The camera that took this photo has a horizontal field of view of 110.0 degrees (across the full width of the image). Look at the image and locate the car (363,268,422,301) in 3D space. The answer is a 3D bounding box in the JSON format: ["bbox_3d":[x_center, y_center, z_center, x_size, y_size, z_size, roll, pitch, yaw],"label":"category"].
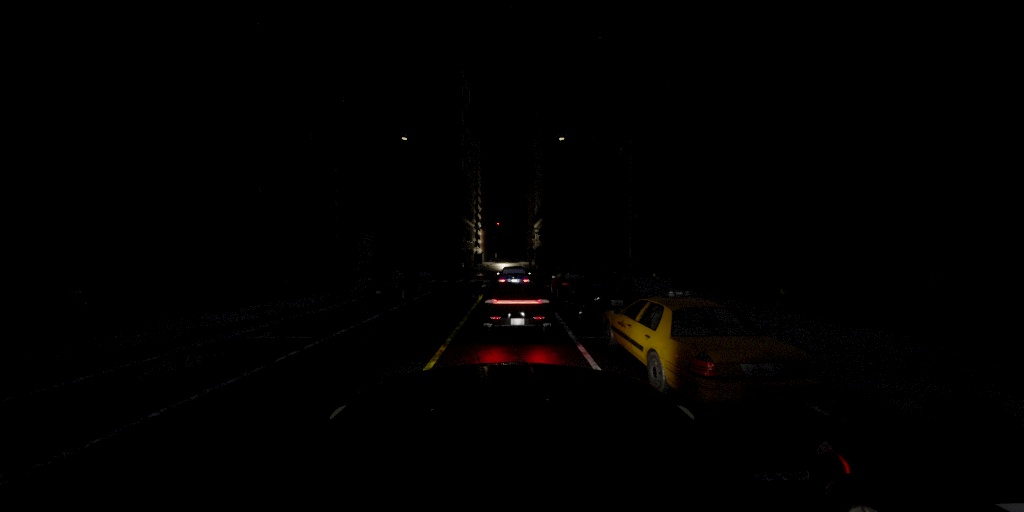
[{"bbox_3d":[-5.661,1.289,17.430,1.888,1.381,4.507,0,0,0],"label":"car"}]

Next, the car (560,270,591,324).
[{"bbox_3d":[2.880,1.312,11.841,1.948,1.339,4.313,0,0,0],"label":"car"}]

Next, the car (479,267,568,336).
[{"bbox_3d":[0.108,1.239,10.367,2.128,1.511,4.902,0,0,0],"label":"car"}]

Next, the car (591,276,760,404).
[{"bbox_3d":[2.877,1.274,6.425,1.751,1.417,4.829,0,0,0],"label":"car"}]

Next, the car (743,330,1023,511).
[{"bbox_3d":[2.872,1.301,0.669,2.007,1.370,4.403,0,0,0],"label":"car"}]
